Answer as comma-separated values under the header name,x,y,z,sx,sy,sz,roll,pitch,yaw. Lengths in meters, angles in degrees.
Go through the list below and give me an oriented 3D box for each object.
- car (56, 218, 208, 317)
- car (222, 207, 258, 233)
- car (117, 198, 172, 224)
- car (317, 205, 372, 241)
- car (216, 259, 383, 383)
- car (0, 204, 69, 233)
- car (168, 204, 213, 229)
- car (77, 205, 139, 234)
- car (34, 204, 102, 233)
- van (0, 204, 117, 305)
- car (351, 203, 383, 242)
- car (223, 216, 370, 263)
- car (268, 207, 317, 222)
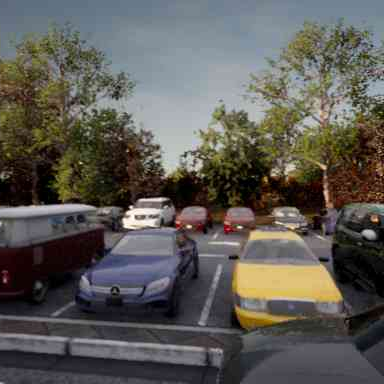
name,x,y,z,sx,sy,sz,roll,pitch,yaw
car,-0.949,1.599,7.860,2.002,1.452,4.674,0,0,9
car,2.954,1.667,20.500,2.097,1.535,5.008,0,0,9
car,-2.540,1.422,21.302,2.435,2.045,5.566,0,0,9
car,8.446,1.689,19.690,2.163,1.488,4.792,0,0,9
car,2.585,1.531,2.508,4.892,1.490,1.837,0,0,9
car,-10.743,1.676,22.761,1.946,1.575,5.366,0,0,9
car,0.210,1.670,20.916,2.097,1.535,5.008,0,0,9
car,-5.279,1.678,21.739,2.231,1.521,4.892,0,-1,9
car,-8.026,1.678,22.157,2.097,1.535,5.008,0,0,9
van,-3.703,1.337,8.396,1.878,1.987,4.442,0,0,9
car,11.157,1.651,19.061,1.946,1.575,5.366,0,0,9
car,1.794,1.550,7.254,1.946,1.575,5.366,0,-1,9
car,5.699,1.664,20.084,2.231,1.521,4.892,0,0,9
